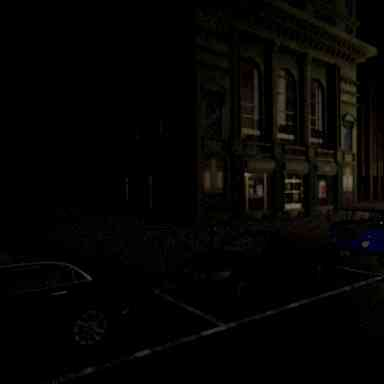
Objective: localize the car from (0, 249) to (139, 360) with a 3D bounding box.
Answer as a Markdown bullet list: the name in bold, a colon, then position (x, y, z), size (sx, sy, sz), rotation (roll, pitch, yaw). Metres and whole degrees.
- **car**: position (-2.903, 1.550, 4.582), size (4.403, 1.369, 2.008), rotation (0, 0, -35)

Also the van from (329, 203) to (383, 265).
- **van**: position (6.274, 1.279, 11.128), size (3.998, 1.788, 1.690), rotation (0, 0, -35)

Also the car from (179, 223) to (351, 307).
- **car**: position (1.687, 1.550, 7.855), size (4.206, 1.307, 1.802), rotation (0, 0, -35)
